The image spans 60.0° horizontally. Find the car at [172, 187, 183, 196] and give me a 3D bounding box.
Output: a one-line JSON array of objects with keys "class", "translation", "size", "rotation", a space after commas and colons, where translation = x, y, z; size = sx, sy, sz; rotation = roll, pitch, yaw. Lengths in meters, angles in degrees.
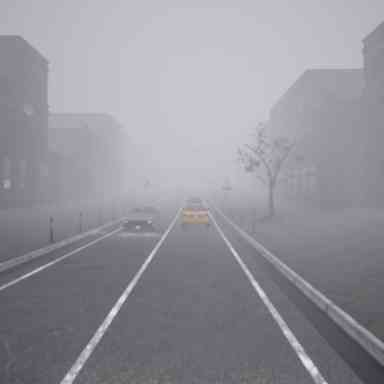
[{"class": "car", "translation": [-2.640, -0.120, 62.182], "size": [2.128, 1.511, 4.902], "rotation": [0, 3, 1]}]

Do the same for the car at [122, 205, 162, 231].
[{"class": "car", "translation": [-2.970, 1.540, 20.907], "size": [2.033, 1.411, 5.357], "rotation": [0, 0, 0]}]

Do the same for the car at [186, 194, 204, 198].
[{"class": "car", "translation": [0.356, 1.019, 41.785], "size": [1.837, 1.490, 4.892], "rotation": [0, 3, 0]}]

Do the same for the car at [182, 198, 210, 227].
[{"class": "car", "translation": [0.239, 1.434, 22.726], "size": [1.801, 1.575, 5.366], "rotation": [0, 0, 0]}]
